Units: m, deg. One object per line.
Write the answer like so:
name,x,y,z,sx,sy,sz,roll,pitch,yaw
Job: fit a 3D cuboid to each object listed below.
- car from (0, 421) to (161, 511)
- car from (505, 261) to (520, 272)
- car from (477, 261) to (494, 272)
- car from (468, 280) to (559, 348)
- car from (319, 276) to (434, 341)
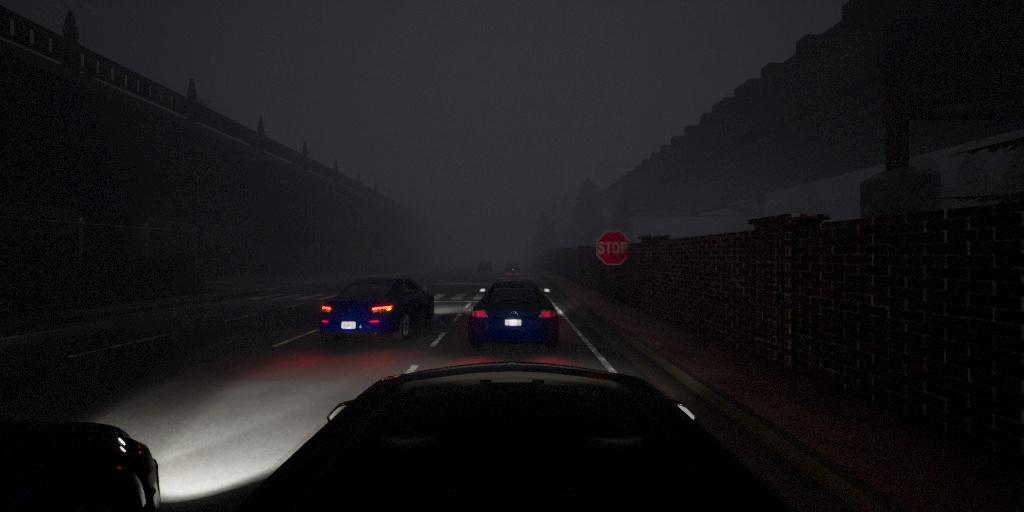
car,-3.398,1.314,0.683,1.994,1.385,4.181,0,0,0
car,0.085,1.351,46.076,1.895,1.301,4.718,0,0,-1
car,-3.410,1.297,45.908,2.033,1.411,5.357,0,0,-1
car,0.067,1.314,9.258,1.994,1.385,4.181,0,0,1
car,-3.415,1.276,9.779,1.812,1.442,4.674,0,0,0
